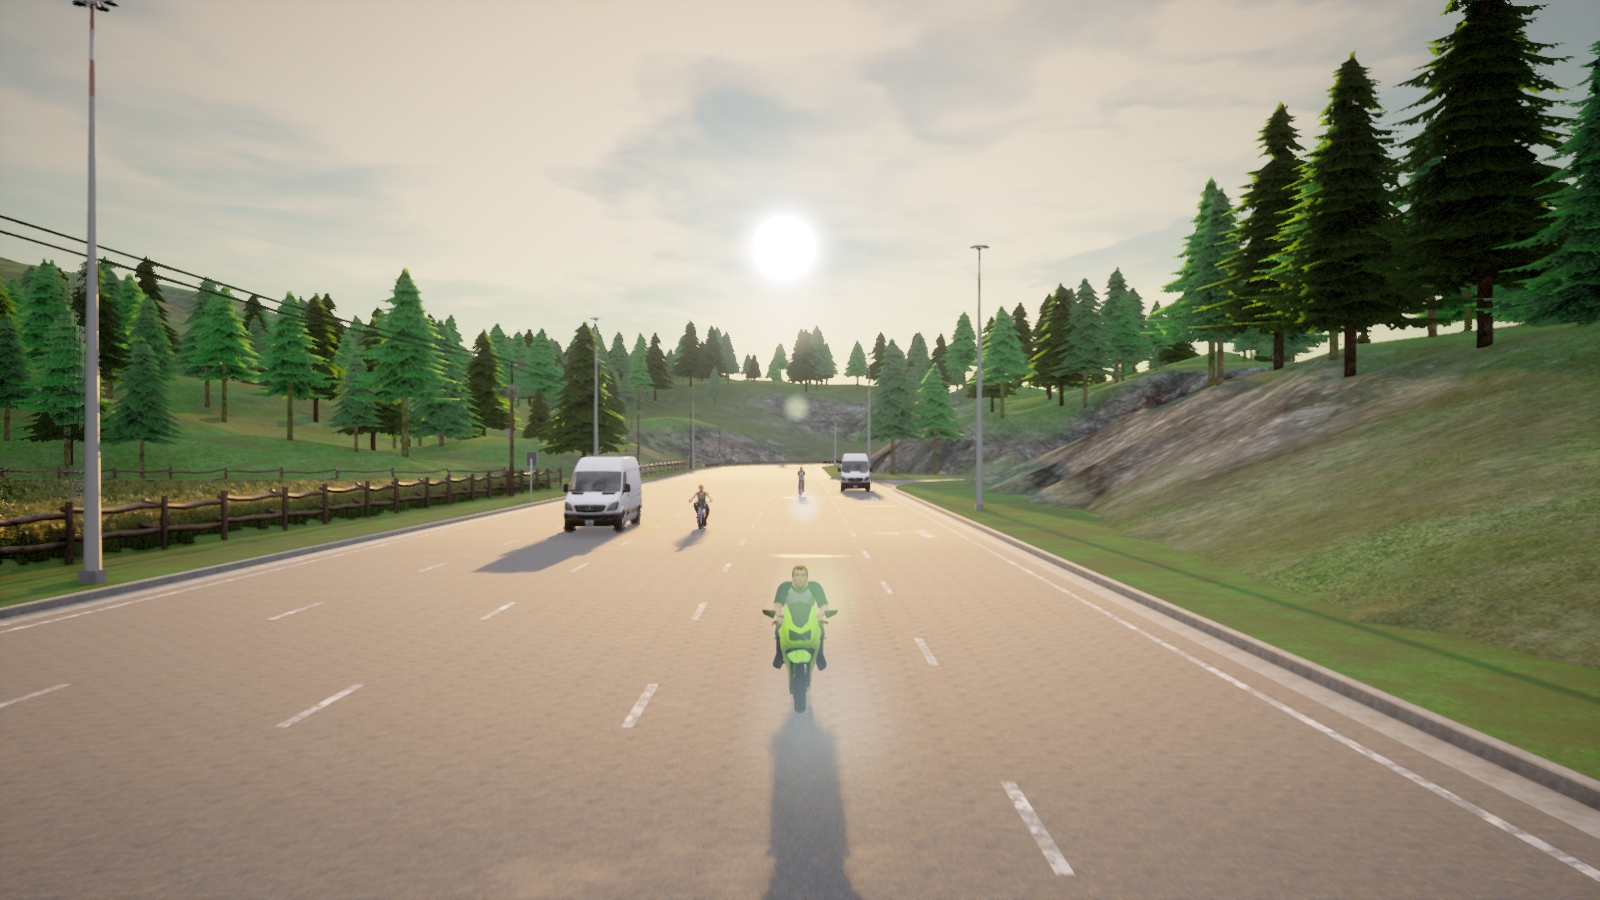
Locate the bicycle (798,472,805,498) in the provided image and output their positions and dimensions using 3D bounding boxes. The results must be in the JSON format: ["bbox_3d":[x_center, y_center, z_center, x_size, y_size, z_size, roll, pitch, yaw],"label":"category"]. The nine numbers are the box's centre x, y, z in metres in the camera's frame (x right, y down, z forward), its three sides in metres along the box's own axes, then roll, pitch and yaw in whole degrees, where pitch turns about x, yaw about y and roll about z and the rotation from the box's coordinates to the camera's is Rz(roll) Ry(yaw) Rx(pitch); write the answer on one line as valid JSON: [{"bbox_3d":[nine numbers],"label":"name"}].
[{"bbox_3d":[0.079,2.036,67.024,0.373,1.496,1.643,0,0,0],"label":"bicycle"}]

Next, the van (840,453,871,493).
[{"bbox_3d":[3.702,1.511,77.250,1.988,2.561,5.915,0,0,2],"label":"van"}]

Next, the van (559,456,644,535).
[{"bbox_3d":[-6.971,1.522,40.752,1.988,2.561,5.915,0,0,0],"label":"van"}]

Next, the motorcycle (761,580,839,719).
[{"bbox_3d":[0.001,2.181,12.828,0.803,1.199,2.033,0,0,0],"label":"motorcycle"}]

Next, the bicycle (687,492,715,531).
[{"bbox_3d":[-3.466,2.145,40.097,0.859,1.277,1.487,0,0,0],"label":"bicycle"}]
